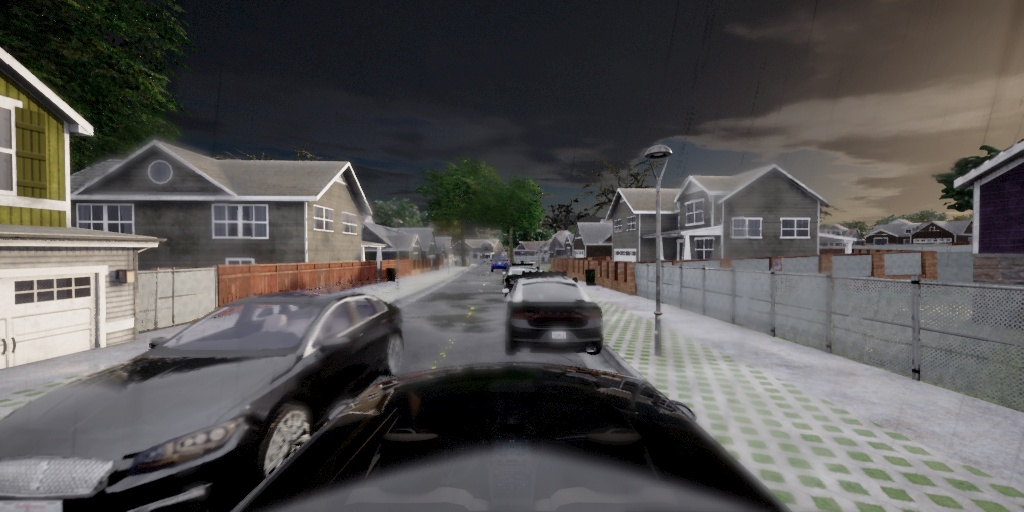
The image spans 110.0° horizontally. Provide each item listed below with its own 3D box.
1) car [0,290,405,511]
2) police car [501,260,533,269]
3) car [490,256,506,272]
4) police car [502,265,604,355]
[{"bbox_3d":[-2.807,1.241,4.527,2.128,1.511,4.902,0,0,0],"label":"car"},{"bbox_3d":[0.536,1.187,18.877,1.930,1.638,5.238,0,0,-2],"label":"police car"},{"bbox_3d":[-1.672,1.056,47.443,2.150,2.045,5.566,0,0,-3],"label":"car"},{"bbox_3d":[0.783,1.176,8.832,1.930,1.638,5.238,0,0,-1],"label":"police car"}]
